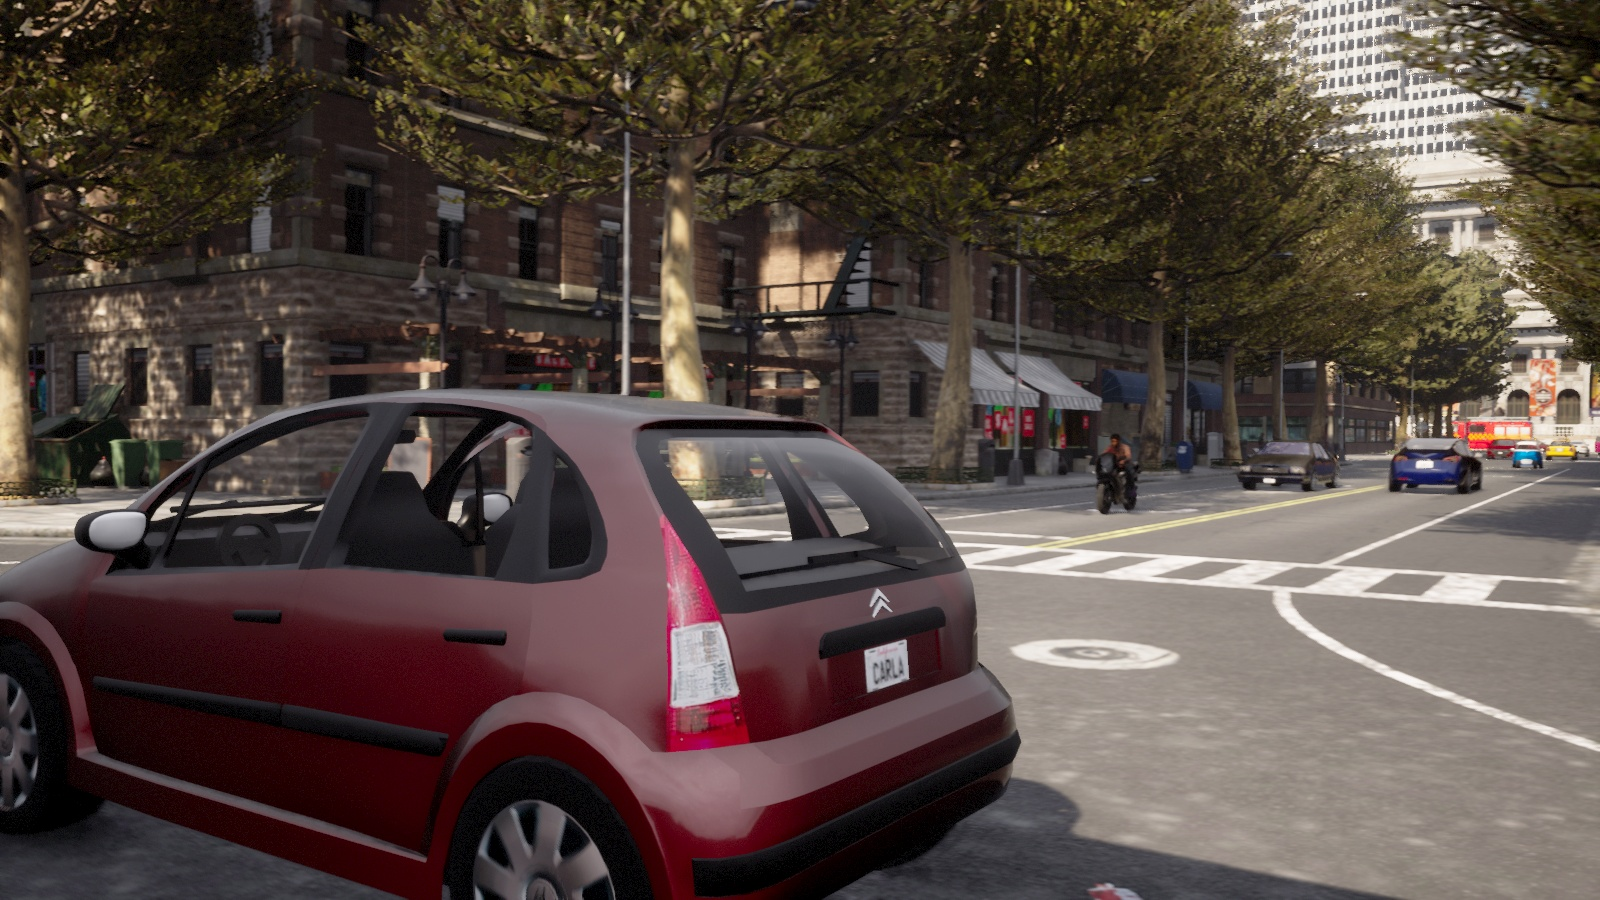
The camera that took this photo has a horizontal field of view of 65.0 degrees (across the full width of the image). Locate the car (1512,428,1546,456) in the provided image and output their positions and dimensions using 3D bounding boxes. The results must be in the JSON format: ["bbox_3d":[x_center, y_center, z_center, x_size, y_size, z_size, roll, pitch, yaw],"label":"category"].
[{"bbox_3d":[37.215,-0.424,64.113,1.481,1.376,2.207,0,1,31],"label":"car"}]

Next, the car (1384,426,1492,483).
[{"bbox_3d":[17.983,0.087,35.279,2.163,1.488,4.792,0,1,34],"label":"car"}]

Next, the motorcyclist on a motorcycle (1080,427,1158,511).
[{"bbox_3d":[6.062,0.334,23.780,0.797,1.523,2.044,0,1,34],"label":"motorcyclist on a motorcycle"}]

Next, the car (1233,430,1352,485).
[{"bbox_3d":[14.106,0.163,35.779,2.033,1.411,5.357,0,1,34],"label":"car"}]

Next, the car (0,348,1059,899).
[{"bbox_3d":[-1.319,0.580,4.498,3.988,1.617,1.851,0,1,34],"label":"car"}]
